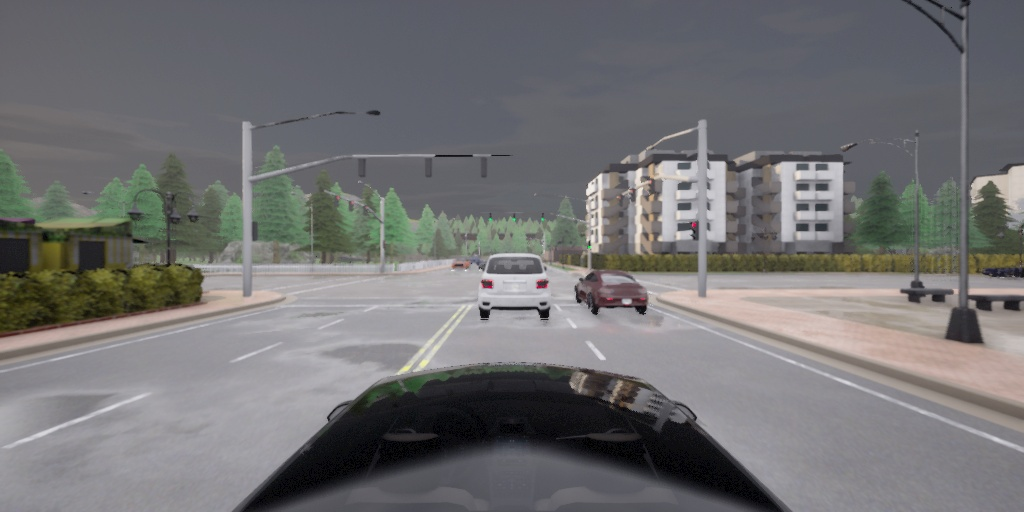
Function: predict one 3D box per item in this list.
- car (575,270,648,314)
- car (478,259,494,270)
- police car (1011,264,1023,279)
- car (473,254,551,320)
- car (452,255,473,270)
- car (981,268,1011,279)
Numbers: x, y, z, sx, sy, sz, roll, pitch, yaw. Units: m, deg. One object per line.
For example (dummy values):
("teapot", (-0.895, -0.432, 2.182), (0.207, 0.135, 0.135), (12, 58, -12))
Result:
("car", (3.587, 1.244, 13.476), (1.812, 1.442, 4.674), (0, 0, 0))
("car", (-3.582, 1.183, 49.858), (1.994, 1.385, 4.181), (0, 0, 0))
("police car", (41.740, 1.110, 26.490), (5.238, 1.638, 1.930), (0, 0, 21))
("car", (0.083, 0.942, 12.661), (2.150, 2.045, 5.566), (0, 0, 0))
("car", (-7.082, 0.972, 50.102), (2.097, 1.767, 4.553), (0, 0, 0))
("car", (42.752, 1.277, 29.692), (4.718, 1.301, 1.895), (0, 0, 22))
